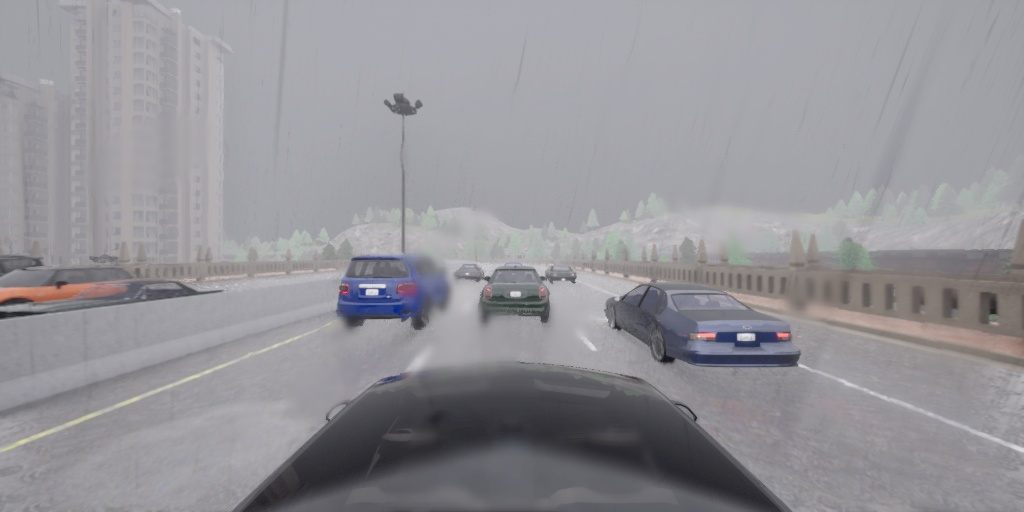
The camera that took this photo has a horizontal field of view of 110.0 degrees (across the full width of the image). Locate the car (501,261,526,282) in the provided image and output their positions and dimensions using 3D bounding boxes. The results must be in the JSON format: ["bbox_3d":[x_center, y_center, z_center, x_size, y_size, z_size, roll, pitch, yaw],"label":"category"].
[{"bbox_3d":[0.107,1.243,30.280,1.882,1.535,5.008,0,0,0],"label":"car"}]

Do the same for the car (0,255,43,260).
[{"bbox_3d":[-17.599,0.972,10.617,2.150,2.045,5.566,0,0,0],"label":"car"}]

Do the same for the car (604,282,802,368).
[{"bbox_3d":[3.596,1.297,8.035,2.033,1.411,5.357,0,0,0],"label":"car"}]

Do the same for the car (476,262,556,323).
[{"bbox_3d":[0.103,1.103,12.317,2.097,1.767,4.553,0,0,0],"label":"car"}]

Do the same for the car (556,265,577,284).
[{"bbox_3d":[3.608,1.362,27.331,1.895,1.301,4.718,0,0,0],"label":"car"}]

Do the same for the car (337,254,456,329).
[{"bbox_3d":[-3.397,0.972,11.395,2.150,2.045,5.566,0,0,0],"label":"car"}]

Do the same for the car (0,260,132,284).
[{"bbox_3d":[-14.097,1.102,10.883,2.097,1.767,4.553,0,0,0],"label":"car"}]

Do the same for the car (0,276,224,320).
[{"bbox_3d":[-10.598,1.351,9.800,1.895,1.301,4.718,0,0,0],"label":"car"}]

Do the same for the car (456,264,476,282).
[{"bbox_3d":[-3.392,1.328,29.251,1.994,1.385,4.181,0,0,0],"label":"car"}]

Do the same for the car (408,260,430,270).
[{"bbox_3d":[-14.040,1.371,54.442,2.033,1.411,5.357,0,0,1],"label":"car"}]

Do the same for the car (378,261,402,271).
[{"bbox_3d":[-17.557,1.378,51.664,1.994,1.385,4.181,0,0,0],"label":"car"}]
